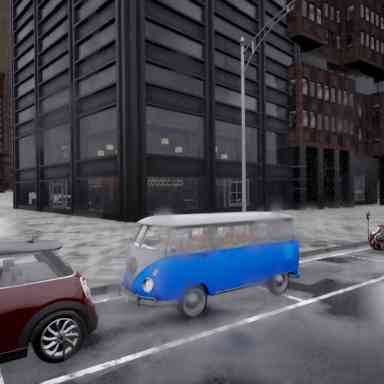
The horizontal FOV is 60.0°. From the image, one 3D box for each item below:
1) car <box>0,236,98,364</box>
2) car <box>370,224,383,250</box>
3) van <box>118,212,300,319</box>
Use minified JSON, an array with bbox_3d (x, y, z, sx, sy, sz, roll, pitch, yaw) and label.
[{"bbox_3d":[-3.440,1.440,4.209,4.097,1.590,1.967,0,-1,-36],"label":"car"},{"bbox_3d":[8.629,1.434,12.839,4.097,1.590,1.967,0,-1,-36],"label":"car"},{"bbox_3d":[0.534,1.339,7.052,3.998,1.788,1.690,0,-1,-36],"label":"van"}]
